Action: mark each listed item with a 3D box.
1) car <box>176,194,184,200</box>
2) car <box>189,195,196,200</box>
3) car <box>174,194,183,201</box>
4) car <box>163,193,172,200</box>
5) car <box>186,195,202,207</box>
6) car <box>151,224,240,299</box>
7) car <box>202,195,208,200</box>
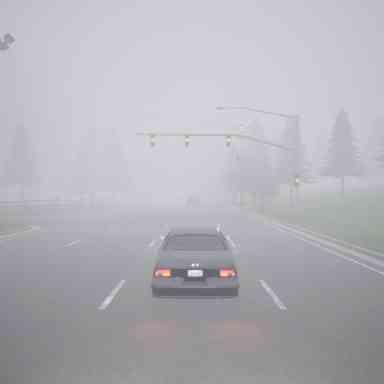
[{"bbox_3d":[-3.365,1.358,93.759,2.128,1.511,4.902,0,0,0],"label":"car"},{"bbox_3d":[0.135,1.540,94.167,2.033,1.411,5.357,0,0,0],"label":"car"},{"bbox_3d":[-3.380,1.517,83.755,1.812,1.442,4.674,0,0,0],"label":"car"},{"bbox_3d":[-6.865,1.225,94.207,2.150,2.045,5.566,0,0,0],"label":"car"},{"bbox_3d":[0.073,1.352,52.691,2.097,1.767,4.553,0,0,0],"label":"car"},{"bbox_3d":[0.078,1.547,8.652,2.033,1.411,5.357,0,0,1],"label":"car"},{"bbox_3d":[3.635,1.500,94.162,1.837,1.490,4.892,0,0,0],"label":"car"}]
